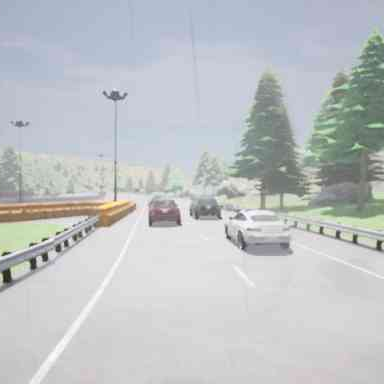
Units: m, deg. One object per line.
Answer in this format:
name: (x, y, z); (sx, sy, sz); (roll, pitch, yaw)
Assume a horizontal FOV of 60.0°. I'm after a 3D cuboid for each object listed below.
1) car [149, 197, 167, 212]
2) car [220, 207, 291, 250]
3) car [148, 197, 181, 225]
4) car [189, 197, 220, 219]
car: (-3.879, 1.320, 37.272); (1.837, 1.490, 4.892); (0, 0, -8)
car: (2.601, 1.450, 13.869); (1.812, 1.442, 4.674); (0, 0, -5)
car: (-1.954, 1.239, 23.059); (2.097, 1.767, 4.553); (0, 0, -7)
car: (1.012, 1.212, 27.508); (2.097, 1.767, 4.553); (0, 0, -7)
